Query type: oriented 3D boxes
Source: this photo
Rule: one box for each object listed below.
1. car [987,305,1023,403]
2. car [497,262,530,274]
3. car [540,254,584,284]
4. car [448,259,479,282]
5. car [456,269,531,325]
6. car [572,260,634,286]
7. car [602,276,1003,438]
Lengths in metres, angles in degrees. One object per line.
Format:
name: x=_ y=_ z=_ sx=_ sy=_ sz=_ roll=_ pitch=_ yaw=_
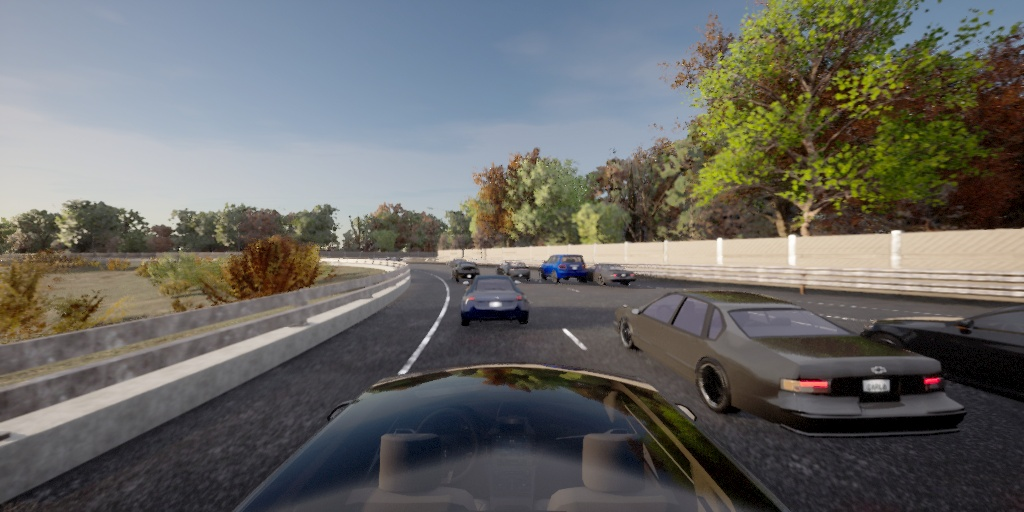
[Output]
car: x=6.891 y=1.243 z=4.209 sx=1.812 sy=1.442 sz=4.674 roll=0 pitch=0 yaw=-1
car: x=0.015 y=1.169 z=27.854 sx=2.128 sy=1.511 sz=4.902 roll=0 pitch=0 yaw=-14
car: x=3.723 y=0.890 z=26.646 sx=2.150 sy=2.045 sz=5.566 roll=0 pitch=0 yaw=-10
car: x=-3.709 y=1.193 z=28.301 sx=1.837 sy=1.490 sz=4.892 roll=0 pitch=0 yaw=-15
car: x=-0.651 y=1.288 z=11.788 sx=1.994 sy=1.385 sz=4.181 roll=0 pitch=0 yaw=-6
car: x=6.232 y=1.215 z=24.165 sx=2.033 sy=1.411 sz=5.357 roll=0 pitch=0 yaw=-13
car: x=3.358 y=1.272 z=5.931 sx=2.033 sy=1.411 sz=5.357 roll=-1 pitch=0 yaw=-3
